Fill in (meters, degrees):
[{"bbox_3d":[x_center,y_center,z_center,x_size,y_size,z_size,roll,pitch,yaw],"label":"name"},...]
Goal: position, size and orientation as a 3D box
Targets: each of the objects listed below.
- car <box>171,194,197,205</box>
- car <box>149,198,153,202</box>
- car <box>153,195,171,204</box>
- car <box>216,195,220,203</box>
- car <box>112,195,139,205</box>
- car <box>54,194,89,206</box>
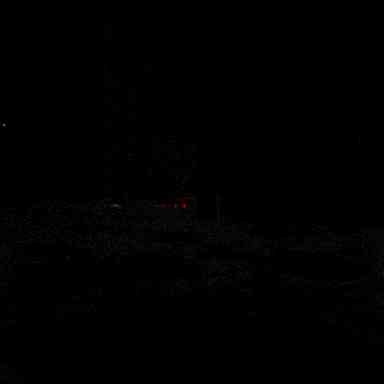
[{"bbox_3d":[-0.531,1.065,51.488,2.097,1.767,4.553,1,0,36],"label":"car"},{"bbox_3d":[-5.702,1.247,61.089,1.895,1.301,4.718,1,0,36],"label":"car"},{"bbox_3d":[-3.480,1.195,52.965,1.812,1.442,4.674,1,0,36],"label":"car"},{"bbox_3d":[5.150,1.288,59.474,1.994,1.385,4.181,1,0,36],"label":"car"},{"bbox_3d":[-9.962,1.182,49.751,1.994,1.385,4.181,1,0,36],"label":"car"},{"bbox_3d":[-16.647,1.059,46.039,2.128,1.511,4.902,1,0,36],"label":"car"}]
